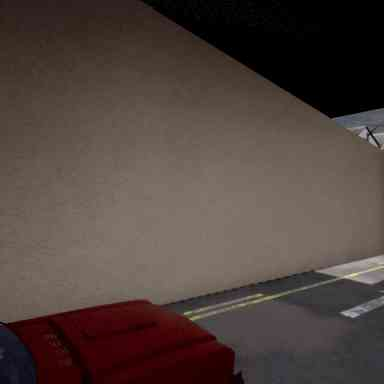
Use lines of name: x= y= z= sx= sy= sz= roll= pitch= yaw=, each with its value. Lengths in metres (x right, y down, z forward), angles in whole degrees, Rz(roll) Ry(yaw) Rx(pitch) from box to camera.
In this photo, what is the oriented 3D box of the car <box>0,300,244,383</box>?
car: x=-1.871 y=1.600 z=2.458 sx=4.718 sy=1.301 sz=1.895 roll=0 pitch=0 yaw=-35
